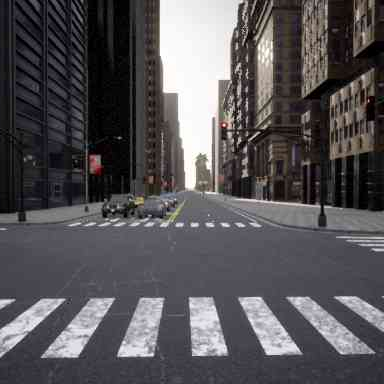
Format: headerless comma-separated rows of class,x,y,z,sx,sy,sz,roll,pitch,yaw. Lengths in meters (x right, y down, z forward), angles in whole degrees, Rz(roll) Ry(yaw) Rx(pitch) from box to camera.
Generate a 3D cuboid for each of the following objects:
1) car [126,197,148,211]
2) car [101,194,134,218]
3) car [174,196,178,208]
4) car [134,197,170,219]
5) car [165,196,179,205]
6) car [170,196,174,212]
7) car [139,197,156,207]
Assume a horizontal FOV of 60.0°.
car,-6.663,1.428,40.663,1.882,1.535,5.008,0,0,0
car,-6.654,1.190,30.658,2.150,2.045,5.566,0,0,0
car,-3.443,1.501,48.061,1.994,1.385,4.181,0,0,-1
car,-3.399,1.323,29.054,2.097,1.767,4.553,0,0,0
car,-3.422,1.465,58.478,2.033,1.411,5.357,0,0,0
car,-3.418,1.481,38.036,1.812,1.442,4.674,0,0,0
car,-6.687,1.497,50.554,1.994,1.385,4.181,0,0,0
